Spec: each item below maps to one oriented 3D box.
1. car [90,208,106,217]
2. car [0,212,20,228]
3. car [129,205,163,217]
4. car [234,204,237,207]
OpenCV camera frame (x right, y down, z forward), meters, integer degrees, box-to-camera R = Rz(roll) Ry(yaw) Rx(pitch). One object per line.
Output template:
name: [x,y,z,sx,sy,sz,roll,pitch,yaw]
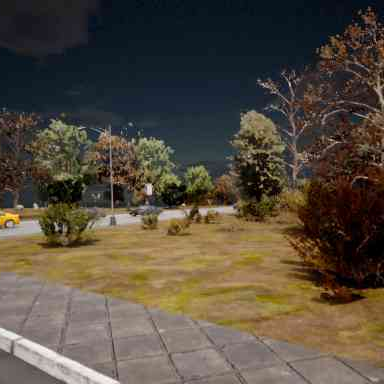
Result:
car: [-11.727,2.460,35.902,2.033,1.411,5.357,-3,-2,32]
car: [-17.055,2.369,27.664,1.882,1.535,5.008,-3,-2,33]
car: [-6.086,2.511,44.875,2.033,1.411,5.357,-3,-2,32]
car: [9.369,2.583,62.537,1.895,1.301,4.718,-3,-2,33]
